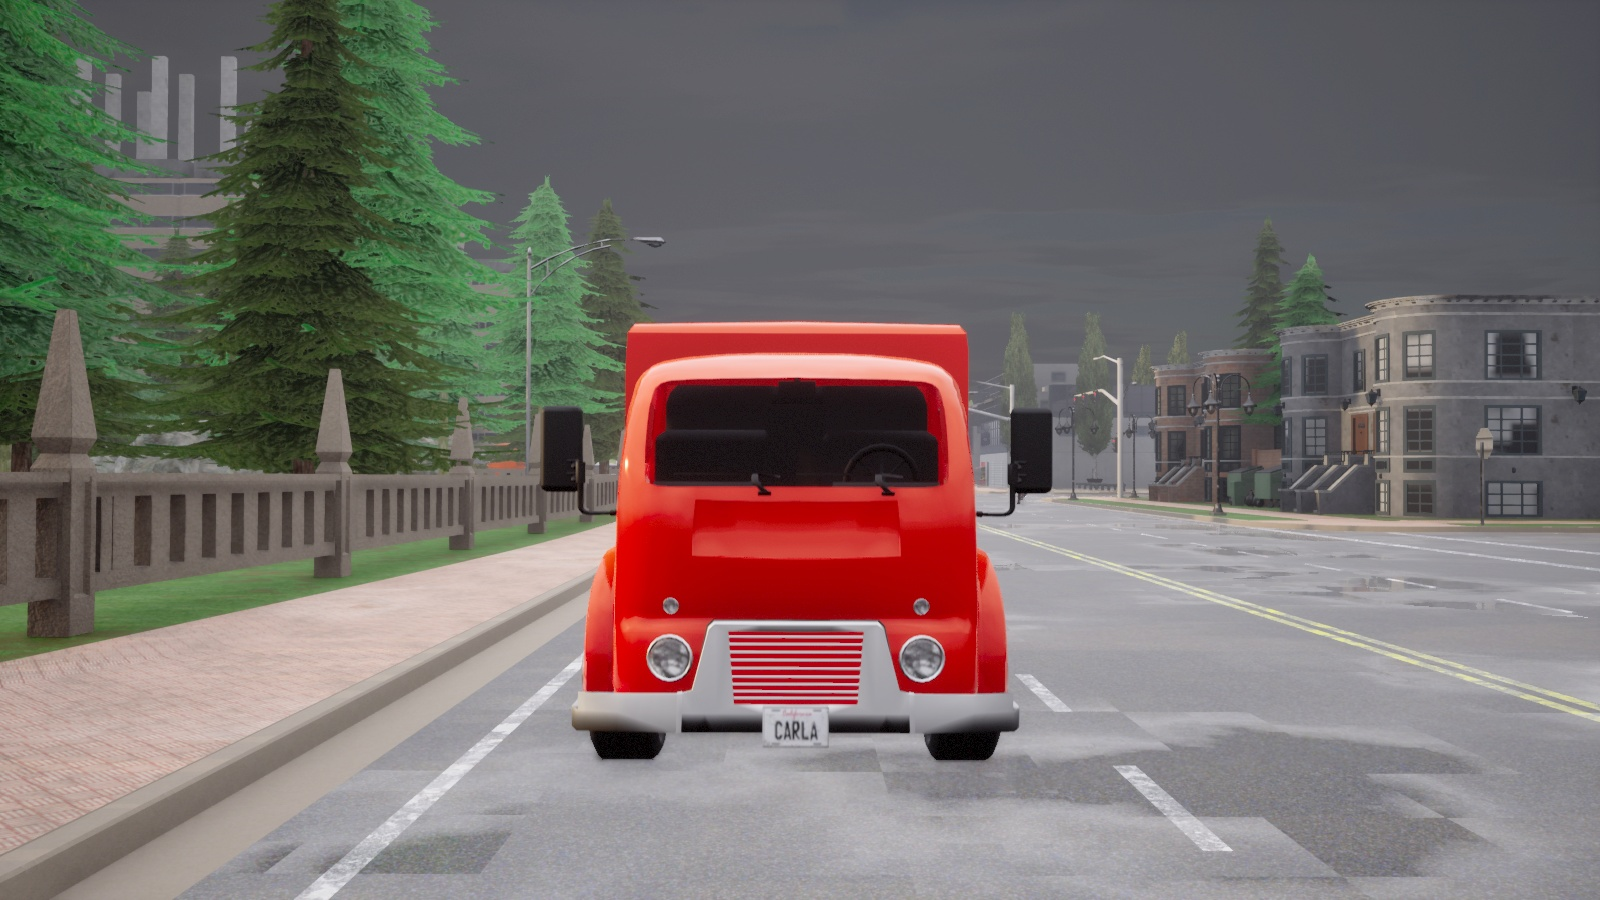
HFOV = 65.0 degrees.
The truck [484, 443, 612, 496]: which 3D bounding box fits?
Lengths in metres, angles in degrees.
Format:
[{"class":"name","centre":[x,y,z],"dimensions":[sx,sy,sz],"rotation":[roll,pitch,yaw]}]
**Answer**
[{"class":"truck","centre":[-16.804,1.303,83.782],"dimensions":[7.936,3.462,2.891],"rotation":[0,-1,14]}]

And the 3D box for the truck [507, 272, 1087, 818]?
[{"class":"truck","centre":[-0.023,0.465,8.307],"dimensions":[2.627,2.467,5.204],"rotation":[0,-1,0]}]
